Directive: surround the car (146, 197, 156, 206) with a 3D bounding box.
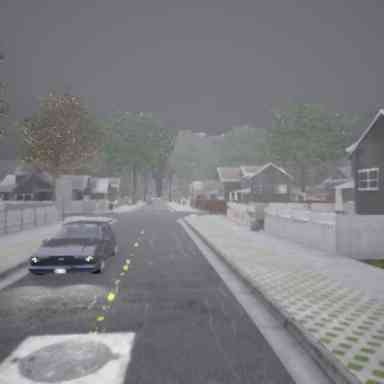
[{"bbox_3d":[-10.235,2.515,80.714,1.837,1.490,4.892,0,-1,-5],"label":"car"}]

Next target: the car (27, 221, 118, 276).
[{"bbox_3d":[-3.650,1.698,11.260,2.033,1.411,5.357,0,-1,-5],"label":"car"}]
